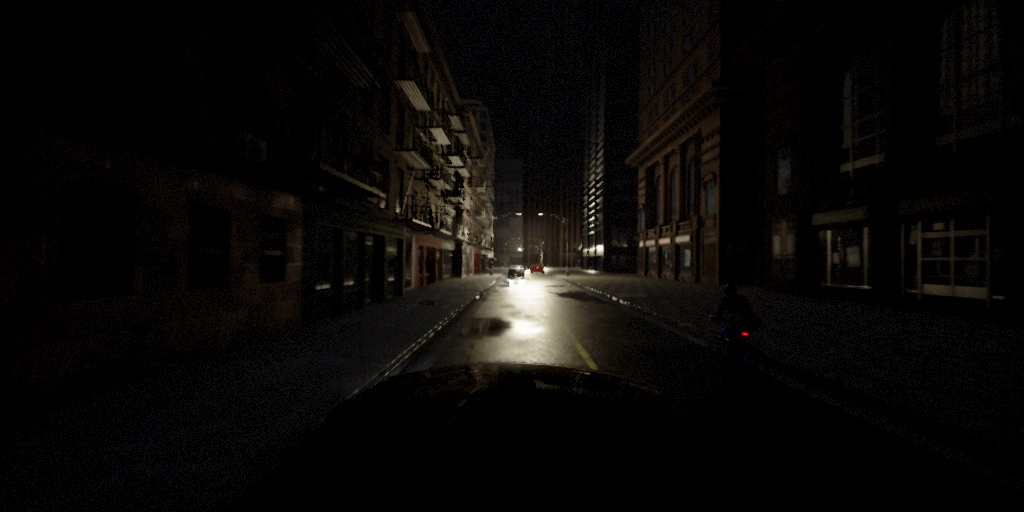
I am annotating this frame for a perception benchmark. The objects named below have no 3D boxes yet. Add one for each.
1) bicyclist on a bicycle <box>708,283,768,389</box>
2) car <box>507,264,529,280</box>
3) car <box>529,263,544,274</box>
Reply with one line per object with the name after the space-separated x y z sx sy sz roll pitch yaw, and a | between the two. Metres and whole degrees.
3.853 1.311 6.205 0.582 1.620 1.656 1 -1 1 | bicyclist on a bicycle
0.461 1.735 39.099 2.128 1.511 4.902 1 -1 1 | car
3.951 1.896 57.247 2.097 1.767 4.553 1 -1 1 | car
